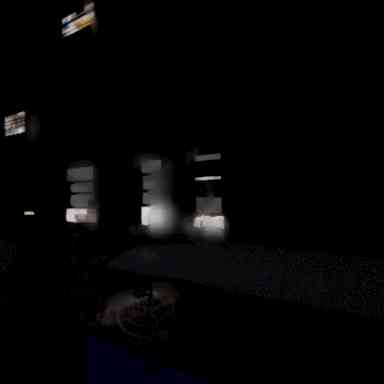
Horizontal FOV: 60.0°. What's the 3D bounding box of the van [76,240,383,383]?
[{"bbox_3d":[0.899,1.342,2.255,3.998,1.788,1.690,0,-1,36],"label":"van"}]
